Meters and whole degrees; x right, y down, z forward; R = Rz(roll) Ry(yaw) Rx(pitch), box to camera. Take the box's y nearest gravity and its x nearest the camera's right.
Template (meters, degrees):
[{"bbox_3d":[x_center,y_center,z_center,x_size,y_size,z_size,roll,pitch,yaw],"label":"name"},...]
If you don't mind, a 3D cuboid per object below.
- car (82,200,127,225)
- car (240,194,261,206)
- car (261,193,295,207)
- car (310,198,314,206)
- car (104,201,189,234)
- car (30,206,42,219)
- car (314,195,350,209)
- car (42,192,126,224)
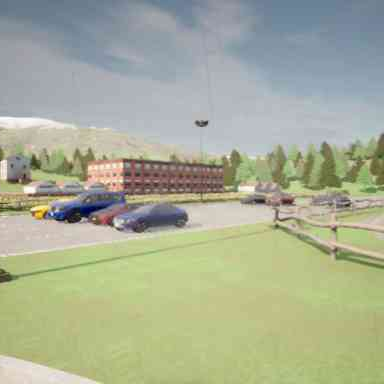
[{"bbox_3d":[-4.410,1.384,21.133,1.994,1.385,4.181,0,1,44],"label":"car"},{"bbox_3d":[8.330,1.058,44.213,1.837,1.490,4.892,0,0,45],"label":"car"},{"bbox_3d":[11.153,0.911,42.089,2.097,1.767,4.553,0,1,45],"label":"car"},{"bbox_3d":[16.849,1.075,42.860,2.033,1.411,5.357,0,1,45],"label":"car"},{"bbox_3d":[-2.164,1.361,18.408,1.812,1.442,4.674,0,1,44],"label":"car"},{"bbox_3d":[-9.772,1.279,25.660,1.882,1.535,5.008,0,1,44],"label":"car"},{"bbox_3d":[15.965,1.077,37.000,2.128,1.511,4.902,0,1,45],"label":"car"},{"bbox_3d":[-7.091,1.031,23.397,2.150,2.045,5.566,0,1,44],"label":"car"}]
